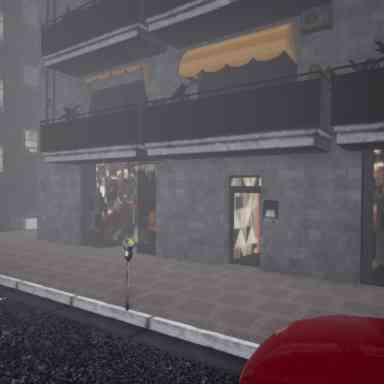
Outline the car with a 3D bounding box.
[{"bbox_3d":[2.480,1.315,1.169,5.009,1.841,2.192,0,1,34],"label":"car"}]
